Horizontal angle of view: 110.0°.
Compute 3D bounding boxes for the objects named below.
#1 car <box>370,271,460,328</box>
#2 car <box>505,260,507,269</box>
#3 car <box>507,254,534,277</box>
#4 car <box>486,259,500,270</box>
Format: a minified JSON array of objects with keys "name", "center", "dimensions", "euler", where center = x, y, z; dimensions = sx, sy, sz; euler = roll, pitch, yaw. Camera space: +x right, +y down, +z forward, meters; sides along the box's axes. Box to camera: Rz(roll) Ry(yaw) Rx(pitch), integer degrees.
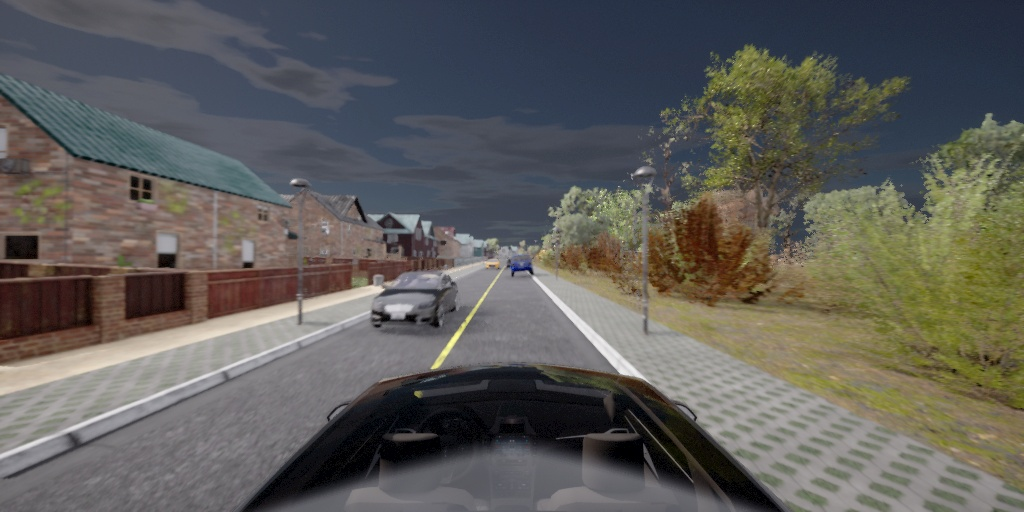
[{"name":"car","center":[-2.842,1.235,11.397],"dimensions":[2.128,1.511,4.902],"euler":[0,0,0]},{"name":"car","center":[0.020,1.207,55.247],"dimensions":[1.837,1.490,4.892],"euler":[0,1,0]},{"name":"car","center":[0.902,0.872,35.298],"dimensions":[2.150,2.045,5.566],"euler":[-5,0,0]},{"name":"car","center":[-2.781,1.180,52.851],"dimensions":[1.882,1.535,5.008],"euler":[0,0,1]}]
